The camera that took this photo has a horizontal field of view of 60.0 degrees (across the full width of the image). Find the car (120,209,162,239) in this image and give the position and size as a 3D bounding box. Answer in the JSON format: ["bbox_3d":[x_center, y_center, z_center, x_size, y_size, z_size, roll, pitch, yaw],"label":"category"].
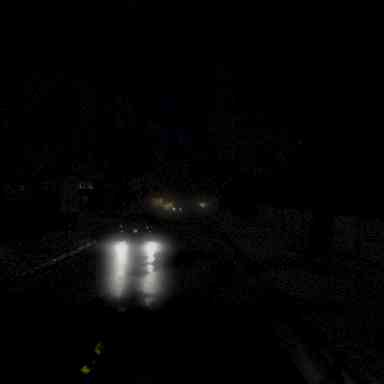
[{"bbox_3d":[-2.800,1.754,19.027,1.837,1.490,4.892,0,-1,1],"label":"car"}]

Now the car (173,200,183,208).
[{"bbox_3d":[-2.758,2.311,64.422,2.033,1.411,5.357,0,0,0],"label":"car"}]
